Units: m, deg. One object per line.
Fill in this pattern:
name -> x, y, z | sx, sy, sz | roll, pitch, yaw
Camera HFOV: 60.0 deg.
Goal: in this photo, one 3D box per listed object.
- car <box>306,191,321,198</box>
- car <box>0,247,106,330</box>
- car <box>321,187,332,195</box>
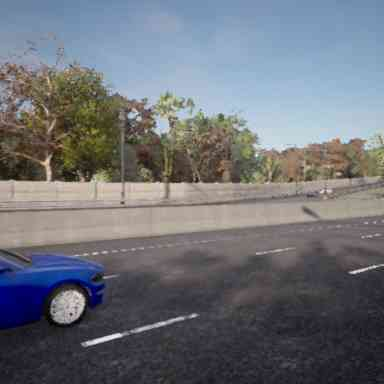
car -> 27.229, 0.702, 75.616 | 1.895, 1.301, 4.718 | 0, 1, 32
car -> -3.887, 1.478, 5.270 | 5.008, 1.535, 1.882 | 0, 0, -36
car -> 35.648, -0.165, 88.501 | 2.150, 2.045, 5.566 | 0, 2, 34
